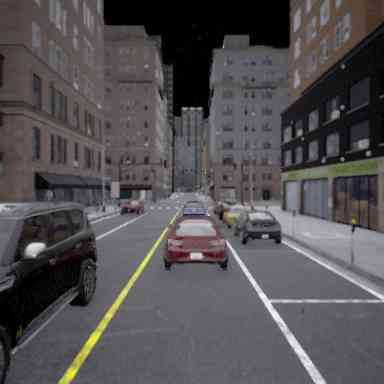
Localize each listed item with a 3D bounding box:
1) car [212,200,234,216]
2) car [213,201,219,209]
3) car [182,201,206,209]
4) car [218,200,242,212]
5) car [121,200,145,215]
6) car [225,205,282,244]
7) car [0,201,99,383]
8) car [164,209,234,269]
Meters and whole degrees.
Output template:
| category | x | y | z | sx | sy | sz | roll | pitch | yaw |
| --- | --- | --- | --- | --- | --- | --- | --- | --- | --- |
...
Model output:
| category | x | y | z | sx | sy | sz | roll | pitch | yaw |
| --- | --- | --- | --- | --- | --- | --- | --- | --- | --- |
| car | 2.915 | 1.468 | 32.041 | 1.802 | 1.307 | 4.206 | -1 | 0 | 0 |
| car | 2.906 | 1.473 | 26.455 | 1.947 | 1.339 | 4.313 | -1 | 0 | 0 |
| car | 0.139 | 1.451 | 27.281 | 2.033 | 1.411 | 5.357 | 0 | 0 | 0 |
| car | 2.896 | 1.452 | 21.039 | 1.752 | 1.417 | 4.829 | -1 | 0 | 0 |
| car | -5.630 | 1.429 | 32.053 | 1.887 | 1.381 | 4.507 | -1 | 0 | 0 |
| car | 2.887 | 1.499 | 15.283 | 2.008 | 1.369 | 4.403 | -1 | 0 | 0 |
| car | -3.094 | 1.204 | 5.057 | 2.150 | 2.045 | 5.566 | 0 | 0 | 0 |
| car | 0.115 | 1.489 | 10.885 | 1.812 | 1.442 | 4.674 | 0 | 0 | 0 |
